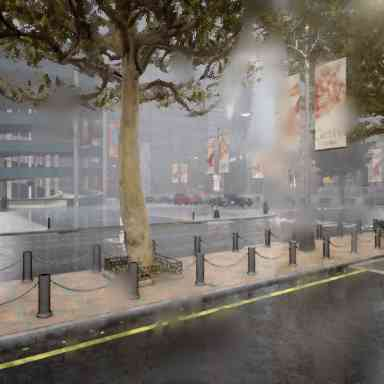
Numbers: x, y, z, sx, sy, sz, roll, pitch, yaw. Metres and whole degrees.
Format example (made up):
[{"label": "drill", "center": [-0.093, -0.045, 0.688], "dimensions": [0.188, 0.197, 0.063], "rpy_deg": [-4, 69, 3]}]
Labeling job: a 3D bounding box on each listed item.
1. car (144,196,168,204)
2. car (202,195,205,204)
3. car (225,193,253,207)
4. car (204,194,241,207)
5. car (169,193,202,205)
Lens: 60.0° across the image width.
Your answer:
[{"label": "car", "center": [-7.692, 1.505, 66.427], "dimensions": [4.892, 1.490, 1.837], "rpy_deg": [0, 0, 43]}, {"label": "car", "center": [1.486, 1.352, 60.933], "dimensions": [2.097, 1.767, 4.553], "rpy_deg": [0, 0, -37]}, {"label": "car", "center": [7.184, 1.221, 53.067], "dimensions": [2.150, 2.045, 5.566], "rpy_deg": [0, 0, -36]}, {"label": "car", "center": [4.572, 1.491, 50.696], "dimensions": [2.128, 1.511, 4.902], "rpy_deg": [0, 0, -35]}, {"label": "car", "center": [-1.175, 1.221, 58.707], "dimensions": [2.150, 2.045, 5.566], "rpy_deg": [0, 0, -36]}]
